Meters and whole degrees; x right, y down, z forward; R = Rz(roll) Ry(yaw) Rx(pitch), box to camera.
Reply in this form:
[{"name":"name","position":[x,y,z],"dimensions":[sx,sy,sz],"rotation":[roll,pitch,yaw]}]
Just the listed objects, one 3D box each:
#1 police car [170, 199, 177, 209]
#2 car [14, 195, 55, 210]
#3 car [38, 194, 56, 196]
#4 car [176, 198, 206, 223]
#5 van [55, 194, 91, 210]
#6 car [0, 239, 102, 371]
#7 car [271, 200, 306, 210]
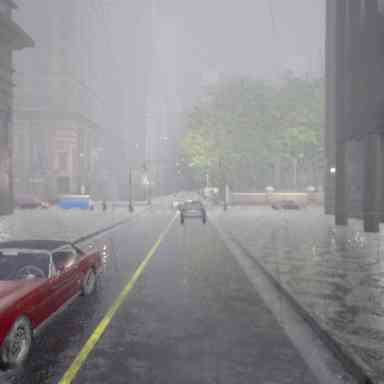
[{"name":"police car","position":[-1.334,1.492,41.653],"dimensions":[2.038,1.542,4.974],"rotation":[-1,0,-18]},{"name":"car","position":[-20.023,1.464,41.968],"dimensions":[4.097,1.590,1.967],"rotation":[0,1,0]},{"name":"car","position":[-19.989,1.207,50.491],"dimensions":[5.009,1.841,2.192],"rotation":[0,1,0]},{"name":"car","position":[0.098,1.420,25.757],"dimensions":[2.033,1.649,4.856],"rotation":[0,0,0]},{"name":"van","position":[-14.582,1.373,41.940],"dimensions":[3.998,1.788,1.690],"rotation":[0,1,0]},{"name":"car","position":[-3.096,1.597,5.797],"dimensions":[1.895,1.301,4.718],"rotation":[0,0,0]},{"name":"car","position":[12.075,1.650,41.811],"dimensions":[4.313,1.339,1.947],"rotation":[0,1,0]}]
